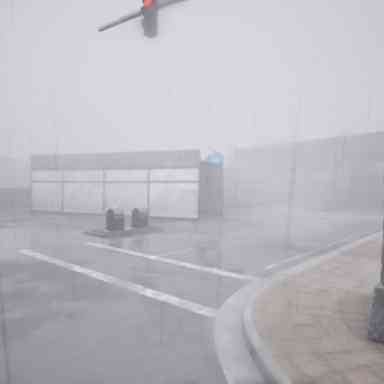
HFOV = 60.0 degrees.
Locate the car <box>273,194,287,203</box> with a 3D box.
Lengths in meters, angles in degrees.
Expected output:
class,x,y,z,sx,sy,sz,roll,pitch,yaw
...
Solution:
class,x,y,z,sx,sy,sz,roll,pitch,yaw
car,15.164,1.138,59.525,2.242,1.667,4.611,1,1,40
